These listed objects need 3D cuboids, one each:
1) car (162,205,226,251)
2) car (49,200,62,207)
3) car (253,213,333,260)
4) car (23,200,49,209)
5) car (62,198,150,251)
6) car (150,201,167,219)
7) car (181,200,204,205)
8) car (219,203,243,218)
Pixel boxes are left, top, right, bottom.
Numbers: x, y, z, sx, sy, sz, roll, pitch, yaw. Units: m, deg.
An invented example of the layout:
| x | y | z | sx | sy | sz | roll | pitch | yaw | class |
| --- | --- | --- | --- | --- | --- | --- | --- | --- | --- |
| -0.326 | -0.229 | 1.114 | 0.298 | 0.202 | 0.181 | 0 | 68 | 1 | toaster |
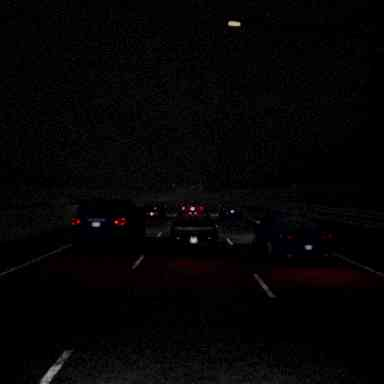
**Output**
| x | y | z | sx | sy | sz | roll | pitch | yaw | class |
| --- | --- | --- | --- | --- | --- | --- | --- | --- | --- |
| 0.068 | 1.544 | 14.383 | 2.128 | 1.511 | 4.902 | 0 | 0 | 0 | car |
| -17.623 | 1.742 | 46.343 | 1.812 | 1.442 | 4.674 | 0 | 0 | 0 | car |
| 3.561 | 1.523 | 12.576 | 1.882 | 1.535 | 5.008 | 0 | 0 | 0 | car |
| -21.126 | 1.812 | 45.389 | 1.895 | 1.301 | 4.718 | 0 | 0 | 0 | car |
| -3.428 | 1.273 | 14.593 | 2.150 | 2.045 | 5.566 | 0 | 0 | 0 | car |
| -3.442 | 1.640 | 30.942 | 1.837 | 1.490 | 4.892 | 0 | 0 | 0 | car |
| 0.056 | 1.484 | 30.458 | 2.097 | 1.767 | 4.553 | 0 | 0 | 0 | car |
| 3.559 | 1.701 | 31.358 | 1.994 | 1.385 | 4.181 | 0 | 0 | 0 | car |
